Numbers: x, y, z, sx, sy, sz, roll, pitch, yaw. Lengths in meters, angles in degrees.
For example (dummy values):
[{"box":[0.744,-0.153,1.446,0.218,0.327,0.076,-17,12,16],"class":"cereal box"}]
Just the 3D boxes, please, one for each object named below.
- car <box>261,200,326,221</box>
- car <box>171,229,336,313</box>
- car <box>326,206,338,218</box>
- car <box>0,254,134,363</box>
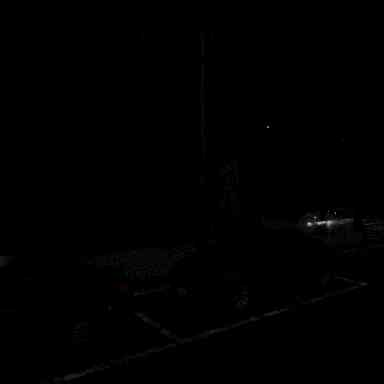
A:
[{"box":[7.709,1.531,27.169,2.033,1.411,5.357,0,0,-36],"class":"car"},{"box":[1.583,1.565,7.663,4.313,1.339,1.947,0,0,-35],"class":"car"},{"box":[10.291,1.480,29.145,1.837,1.490,4.892,0,0,-36],"class":"car"},{"box":[-2.855,1.582,4.498,4.206,1.307,1.802,0,0,-35],"class":"car"}]
